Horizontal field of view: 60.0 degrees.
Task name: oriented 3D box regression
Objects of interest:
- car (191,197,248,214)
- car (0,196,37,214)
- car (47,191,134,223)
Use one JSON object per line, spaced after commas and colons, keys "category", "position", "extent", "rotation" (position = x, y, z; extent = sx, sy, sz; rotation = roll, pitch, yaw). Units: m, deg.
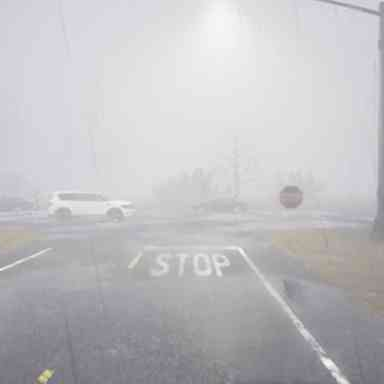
{"category": "car", "position": [2.431, 1.164, 29.567], "extent": [5.008, 1.535, 1.882], "rotation": [0, 1, -1]}
{"category": "car", "position": [-16.257, 1.069, 29.082], "extent": [5.008, 1.535, 1.882], "rotation": [0, 1, -2]}
{"category": "car", "position": [-6.740, 0.948, 22.347], "extent": [5.566, 2.045, 2.150], "rotation": [0, 1, -1]}
